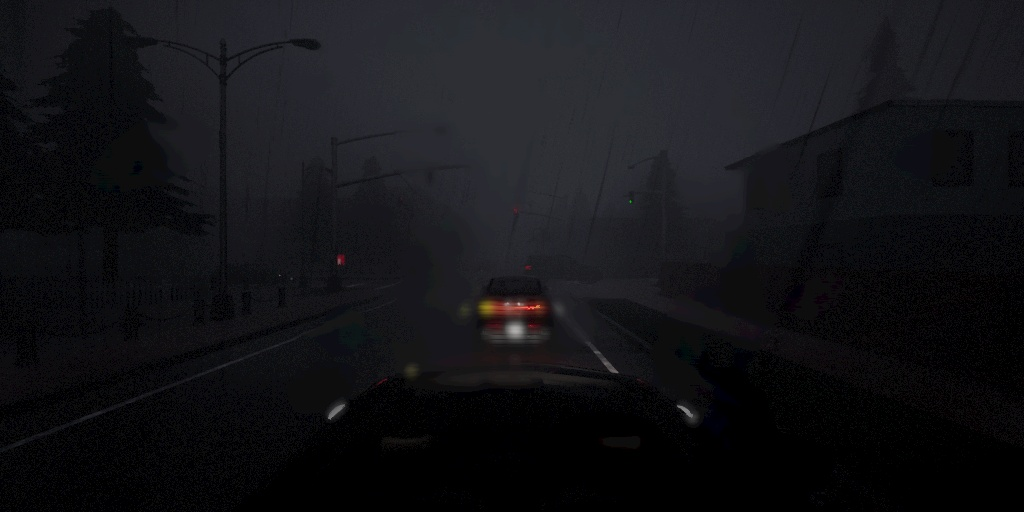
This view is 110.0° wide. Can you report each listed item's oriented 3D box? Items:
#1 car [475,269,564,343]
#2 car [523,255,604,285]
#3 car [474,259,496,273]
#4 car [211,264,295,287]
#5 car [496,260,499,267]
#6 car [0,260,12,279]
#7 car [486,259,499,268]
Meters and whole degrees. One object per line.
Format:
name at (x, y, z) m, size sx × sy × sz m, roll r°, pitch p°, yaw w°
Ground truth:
car at (0.092, 1.255, 9.684) m, size 1.837 × 1.490 × 4.892 m, roll 0°, pitch 0°, yaw 0°
car at (3.523, 0.959, 25.153) m, size 5.566 × 2.045 × 2.150 m, roll 0°, pitch 0°, yaw -3°
car at (-3.505, 1.297, 44.399) m, size 2.033 × 1.411 × 5.357 m, roll 0°, pitch 0°, yaw 0°
car at (-17.311, 1.257, 24.082) m, size 4.902 × 1.511 × 2.128 m, roll 0°, pitch 0°, yaw -2°
car at (-3.475, 1.242, 54.581) m, size 2.128 × 1.511 × 4.902 m, roll 0°, pitch 0°, yaw 0°
car at (-41.767, 1.271, 27.105) m, size 4.892 × 1.490 × 1.837 m, roll 0°, pitch 0°, yaw -2°
car at (-3.407, 1.297, 65.038) m, size 2.033 × 1.411 × 5.357 m, roll 0°, pitch 0°, yaw 1°
